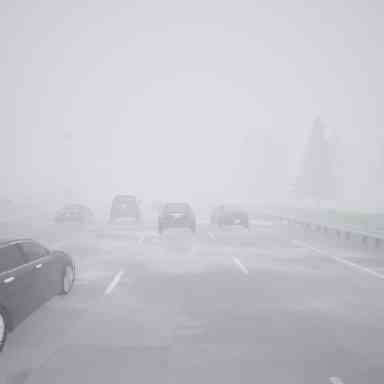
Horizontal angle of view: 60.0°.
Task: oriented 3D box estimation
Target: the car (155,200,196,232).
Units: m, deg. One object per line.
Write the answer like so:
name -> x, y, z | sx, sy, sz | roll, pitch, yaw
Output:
car -> -0.995, 1.354, 20.143 | 2.097, 1.767, 4.553 | 0, 0, -5

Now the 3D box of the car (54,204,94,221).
car -> -8.429, 1.558, 24.087 | 2.033, 1.411, 5.357 | 0, 0, -7

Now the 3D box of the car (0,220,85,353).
car -> -3.560, 1.509, 5.773 | 1.837, 1.490, 4.892 | 0, 0, -2

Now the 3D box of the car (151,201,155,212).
car -> -3.728, 1.607, 39.195 | 1.895, 1.301, 4.718 | 0, 0, -11

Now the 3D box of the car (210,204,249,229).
car -> 2.378, 1.524, 21.610 | 1.812, 1.442, 4.674 | 0, 0, -6

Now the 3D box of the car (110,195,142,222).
car -> -5.240, 1.229, 26.633 | 2.150, 2.045, 5.566 | 0, 0, -7
